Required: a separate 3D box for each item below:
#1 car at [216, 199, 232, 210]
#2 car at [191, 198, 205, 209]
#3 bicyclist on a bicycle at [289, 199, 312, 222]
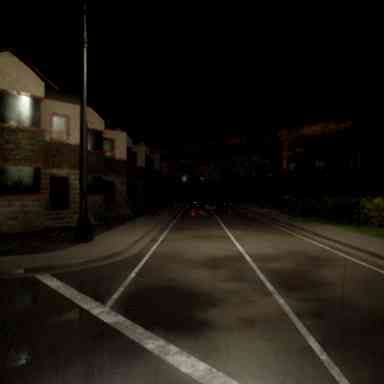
[{"bbox_3d":[4.228,1.620,44.658,2.033,1.411,5.357,0,0,1],"label":"car"},{"bbox_3d":[0.801,1.571,46.264,2.128,1.511,4.902,0,0,2],"label":"car"},{"bbox_3d":[7.753,1.341,23.796,1.656,1.620,0.582,0,0,1],"label":"bicyclist on a bicycle"}]
